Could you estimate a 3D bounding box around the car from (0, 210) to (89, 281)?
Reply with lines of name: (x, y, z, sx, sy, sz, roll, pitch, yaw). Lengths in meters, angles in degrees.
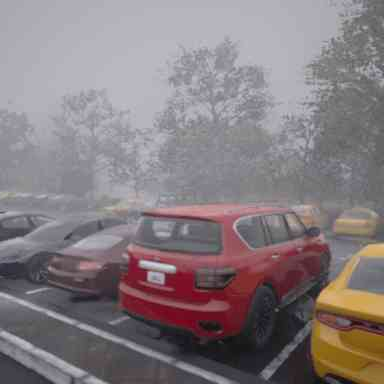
car: (-3.466, 1.484, 9.877, 2.163, 1.488, 4.792, 1, 0, 36)

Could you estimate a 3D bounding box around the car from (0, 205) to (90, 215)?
car: (-5.709, 1.421, 11.531, 2.097, 1.535, 5.008, 1, 1, 36)

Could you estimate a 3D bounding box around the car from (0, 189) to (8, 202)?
car: (-18.523, 0.766, 36.918, 2.163, 1.488, 4.792, 3, 2, 36)

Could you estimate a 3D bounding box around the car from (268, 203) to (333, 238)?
car: (6.339, 1.477, 18.957, 2.097, 1.535, 5.008, 1, 0, 36)

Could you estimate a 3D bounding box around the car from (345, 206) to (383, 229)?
car: (8.807, 1.496, 17.407, 1.946, 1.575, 5.366, 1, 0, 36)

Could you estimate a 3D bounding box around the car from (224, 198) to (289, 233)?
car: (4.105, 1.326, 20.619, 2.185, 1.767, 4.553, 1, 1, 36)

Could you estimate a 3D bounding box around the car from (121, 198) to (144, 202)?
car: (-2.692, 1.326, 25.505, 2.097, 1.535, 5.008, 1, 1, 36)

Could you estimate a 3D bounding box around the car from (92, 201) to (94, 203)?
car: (-5.063, 1.265, 26.986, 1.946, 1.575, 5.366, 2, 1, 36)

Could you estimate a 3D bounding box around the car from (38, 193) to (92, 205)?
car: (-11.627, 1.046, 31.957, 2.231, 1.521, 4.892, 2, 1, 36)

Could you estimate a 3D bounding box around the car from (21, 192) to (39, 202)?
car: (-13.989, 0.948, 33.667, 2.097, 1.535, 5.008, 2, 1, 36)

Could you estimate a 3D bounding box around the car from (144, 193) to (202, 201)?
car: (-0.416, 1.125, 23.887, 2.435, 2.045, 5.566, 1, 1, 36)

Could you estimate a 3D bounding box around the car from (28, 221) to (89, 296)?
car: (-1.194, 1.520, 8.266, 2.002, 1.452, 4.674, 1, 0, 36)

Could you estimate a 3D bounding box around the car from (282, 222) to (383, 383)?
car: (3.315, 1.521, 5.001, 2.097, 1.535, 5.008, 1, 0, 36)

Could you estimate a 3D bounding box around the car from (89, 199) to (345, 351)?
car: (1.081, 1.249, 6.658, 2.435, 2.045, 5.566, 1, 0, 36)

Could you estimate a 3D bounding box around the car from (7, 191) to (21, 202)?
car: (-16.248, 0.846, 35.302, 2.097, 1.535, 5.008, 3, 2, 36)

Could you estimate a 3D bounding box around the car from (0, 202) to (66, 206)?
car: (-7.969, 1.380, 13.165, 2.097, 1.535, 5.008, 1, 1, 36)
